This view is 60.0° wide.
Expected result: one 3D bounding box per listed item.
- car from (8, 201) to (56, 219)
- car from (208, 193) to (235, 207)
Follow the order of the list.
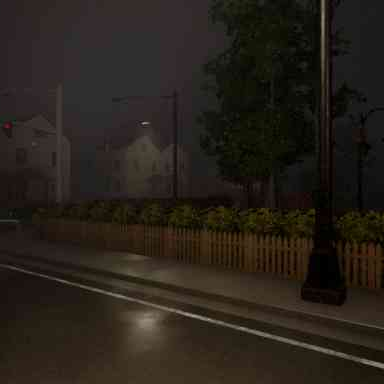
[{"bbox_3d":[-13.672,1.526,29.430,1.812,1.442,4.674,0,0,35],"label":"car"},{"bbox_3d":[4.287,1.221,48.813,2.150,2.045,5.566,0,0,35],"label":"car"}]
